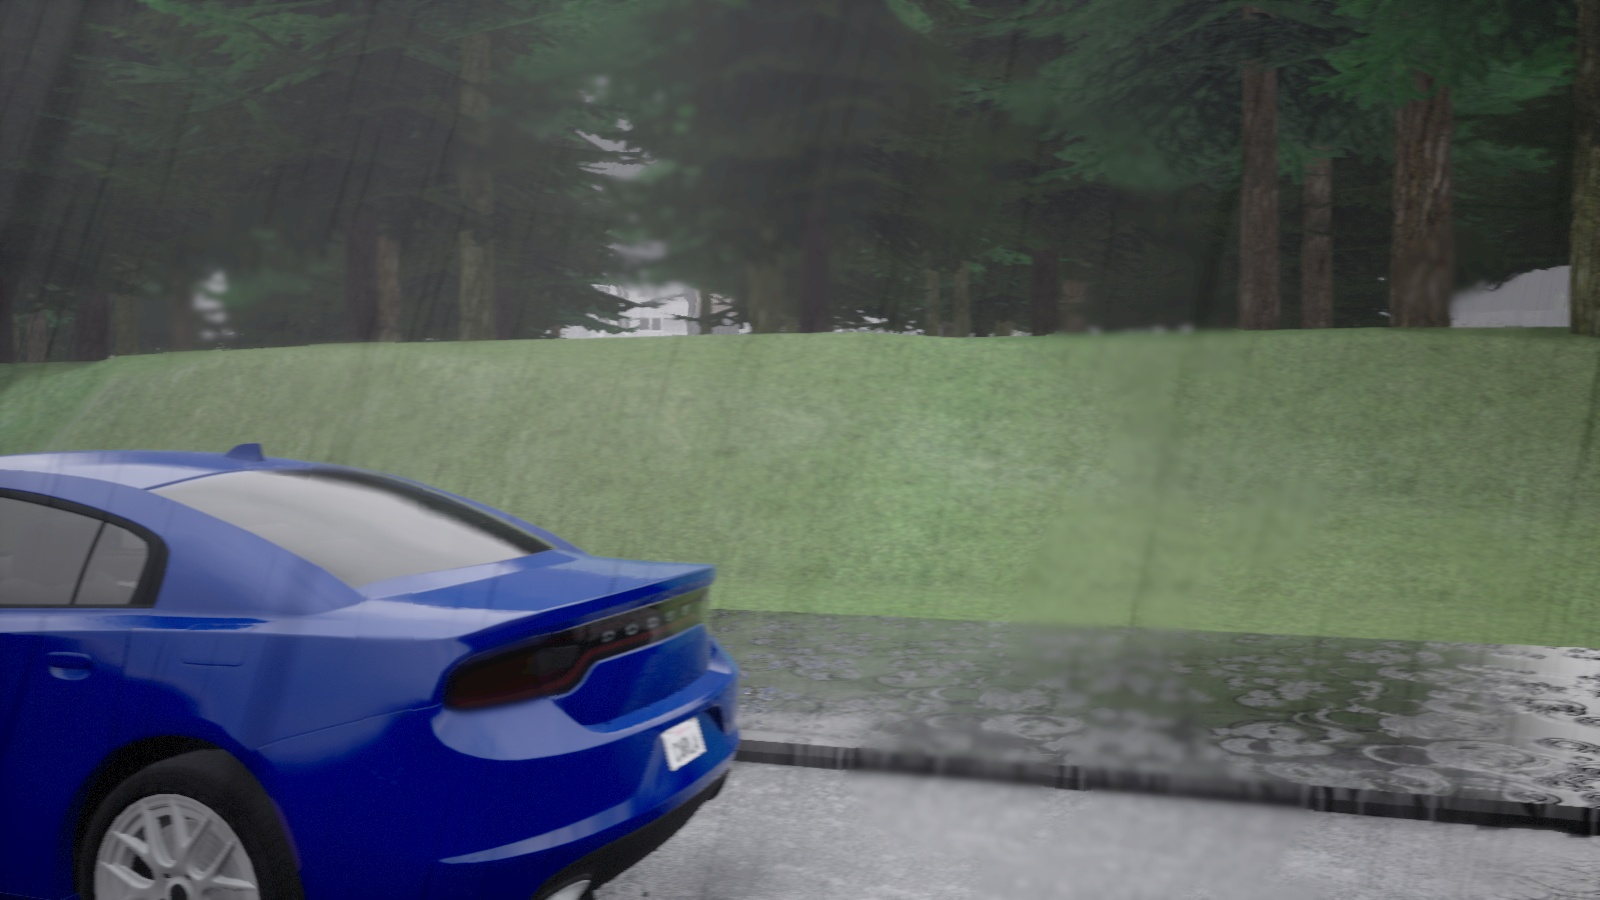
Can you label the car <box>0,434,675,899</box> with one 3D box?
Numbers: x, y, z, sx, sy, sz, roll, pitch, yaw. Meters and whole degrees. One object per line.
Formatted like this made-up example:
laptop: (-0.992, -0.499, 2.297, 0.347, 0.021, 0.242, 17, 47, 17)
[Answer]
car: (-3.159, 0.715, 4.783, 5.008, 1.535, 1.882, 1, 1, 19)
